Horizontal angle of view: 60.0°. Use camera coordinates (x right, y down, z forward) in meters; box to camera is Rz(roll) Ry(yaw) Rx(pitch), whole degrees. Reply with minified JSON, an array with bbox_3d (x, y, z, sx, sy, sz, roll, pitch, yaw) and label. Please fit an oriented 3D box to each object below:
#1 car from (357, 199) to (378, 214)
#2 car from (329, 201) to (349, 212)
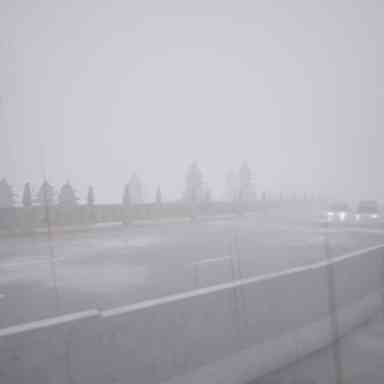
[{"bbox_3d":[19.768,1.609,37.341,1.882,1.535,5.008,-1,0,32],"label":"car"},{"bbox_3d":[18.746,1.770,42.348,1.895,1.301,4.718,-1,0,32],"label":"car"}]
